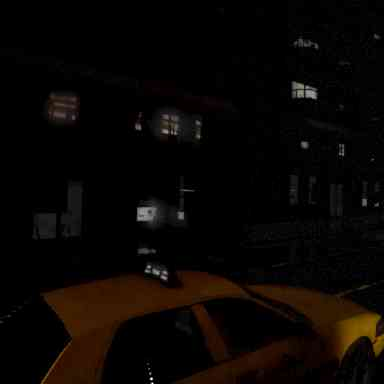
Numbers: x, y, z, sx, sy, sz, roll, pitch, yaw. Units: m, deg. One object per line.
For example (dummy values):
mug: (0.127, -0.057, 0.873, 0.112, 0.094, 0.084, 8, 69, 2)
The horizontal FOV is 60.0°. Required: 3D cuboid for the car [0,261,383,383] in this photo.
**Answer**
car: (-0.061, 1.456, 3.237, 5.366, 1.575, 1.801, 0, 0, -35)
